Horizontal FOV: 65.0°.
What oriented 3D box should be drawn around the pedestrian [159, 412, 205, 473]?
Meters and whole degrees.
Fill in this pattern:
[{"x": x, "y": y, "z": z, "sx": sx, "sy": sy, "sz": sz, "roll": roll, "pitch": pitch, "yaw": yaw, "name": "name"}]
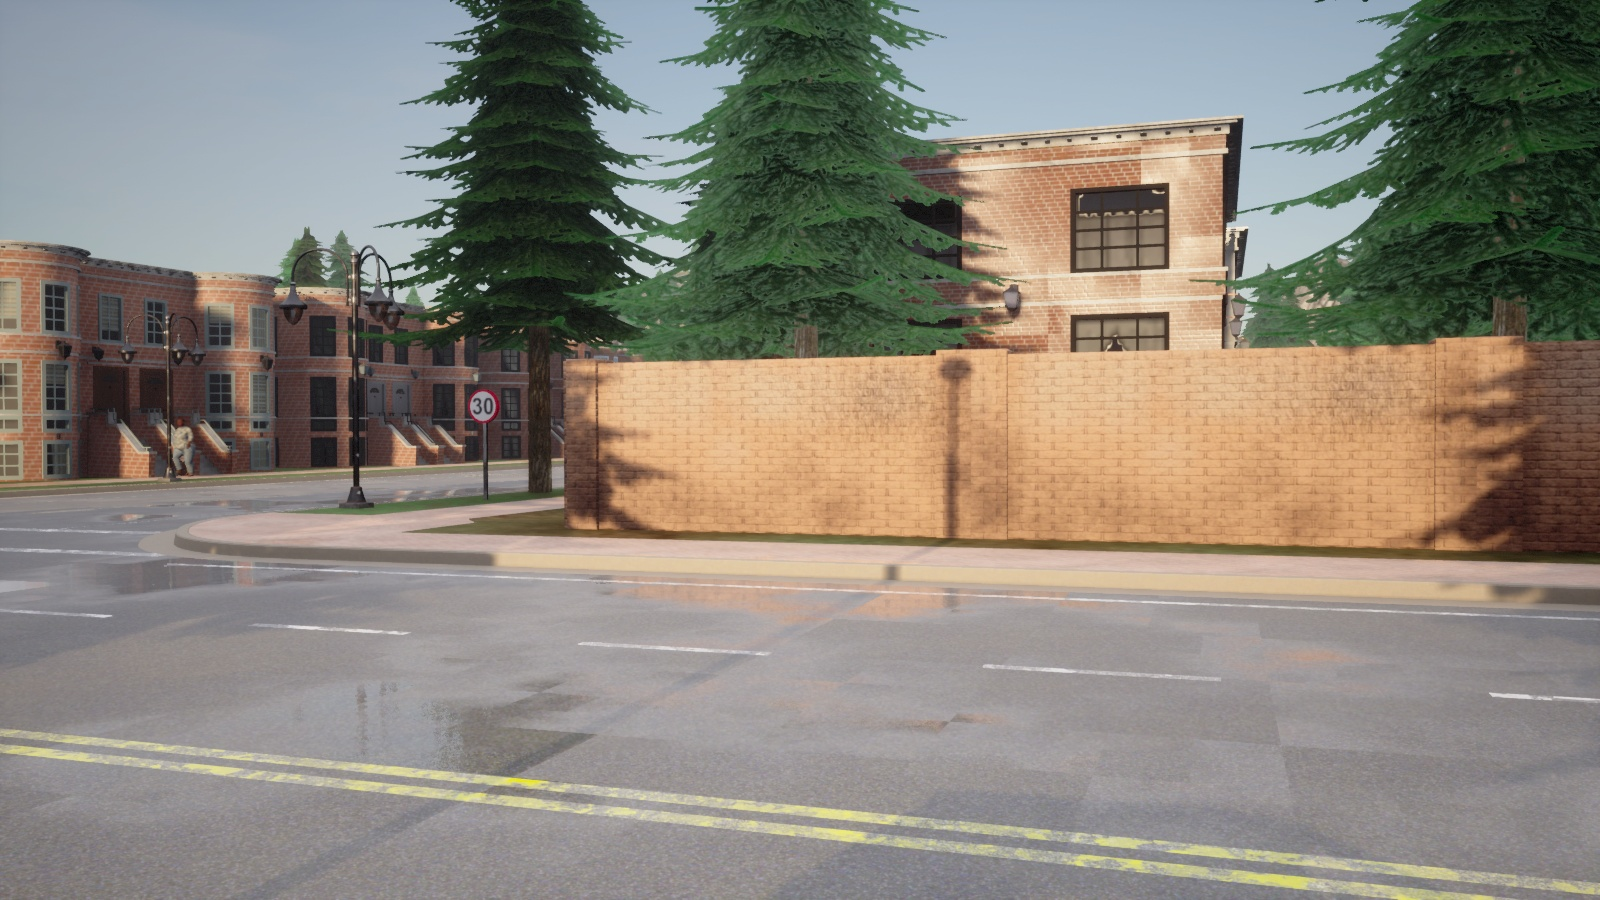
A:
[{"x": -18.911, "y": -0.232, "z": 38.451, "sx": 0.874, "sy": 1.855, "sz": 0.900, "roll": 1, "pitch": 1, "yaw": 19, "name": "pedestrian"}]
